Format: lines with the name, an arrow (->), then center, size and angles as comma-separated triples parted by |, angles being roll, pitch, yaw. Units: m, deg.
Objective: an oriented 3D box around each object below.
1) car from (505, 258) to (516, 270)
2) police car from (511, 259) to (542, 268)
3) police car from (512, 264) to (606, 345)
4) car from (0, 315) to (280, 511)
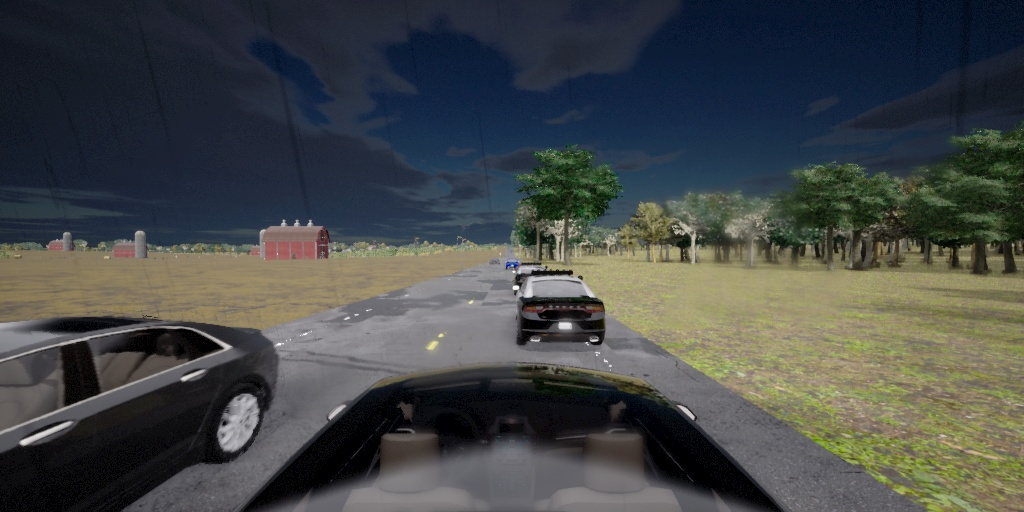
car -> 0.071, 1.147, 51.655 | 1.882, 1.535, 5.008 | 0, 0, 0
police car -> 1.053, 1.164, 19.613 | 1.930, 1.638, 5.238 | 0, 0, 0
police car -> 1.052, 1.171, 9.612 | 1.930, 1.638, 5.238 | 0, 0, 0
car -> -3.599, 1.255, 2.165 | 1.837, 1.490, 4.892 | 0, 0, 0
